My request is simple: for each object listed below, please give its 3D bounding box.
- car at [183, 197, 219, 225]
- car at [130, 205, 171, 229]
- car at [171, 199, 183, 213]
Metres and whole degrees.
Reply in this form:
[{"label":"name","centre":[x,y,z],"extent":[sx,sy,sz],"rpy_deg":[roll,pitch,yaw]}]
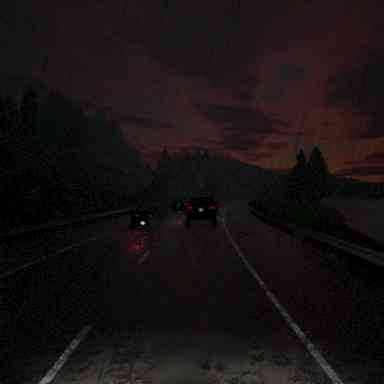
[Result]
[{"label":"car","centre":[0.814,1.373,25.417],"extent":[2.150,2.045,5.566],"rpy_deg":[0,-1,4]},{"label":"car","centre":[-2.852,1.645,22.639],"extent":[1.837,1.490,4.892],"rpy_deg":[0,0,3]},{"label":"car","centre":[-1.263,1.598,40.113],"extent":[2.097,1.767,4.553],"rpy_deg":[0,0,7]}]
